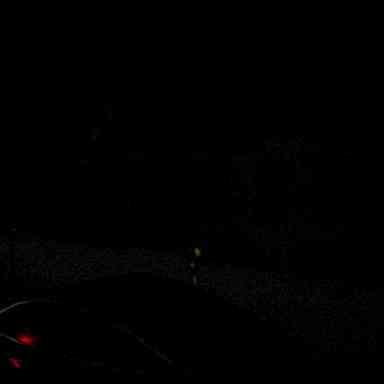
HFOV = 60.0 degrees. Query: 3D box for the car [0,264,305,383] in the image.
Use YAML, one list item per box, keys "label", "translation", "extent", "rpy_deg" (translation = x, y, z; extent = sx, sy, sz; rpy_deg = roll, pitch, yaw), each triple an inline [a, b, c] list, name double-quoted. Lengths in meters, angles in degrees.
- label: "car"
  translation: [-1.016, 1.579, 3.533]
  extent: [4.313, 1.339, 1.947]
  rpy_deg: [0, 0, 36]
